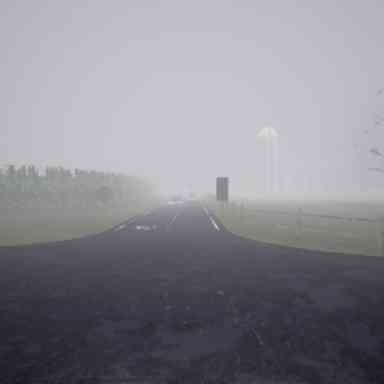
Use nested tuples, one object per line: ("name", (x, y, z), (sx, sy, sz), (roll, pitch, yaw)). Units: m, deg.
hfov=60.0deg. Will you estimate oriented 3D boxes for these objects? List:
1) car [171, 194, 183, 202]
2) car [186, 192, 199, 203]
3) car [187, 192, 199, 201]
("car", (-2.622, 0.959, 58.007), (1.895, 1.301, 4.718), (0, 1, 0))
("car", (0.119, 0.883, 53.432), (1.882, 1.535, 5.008), (0, 1, 0))
("car", (0.138, 0.790, 63.851), (2.128, 1.511, 4.902), (0, 1, 0))
